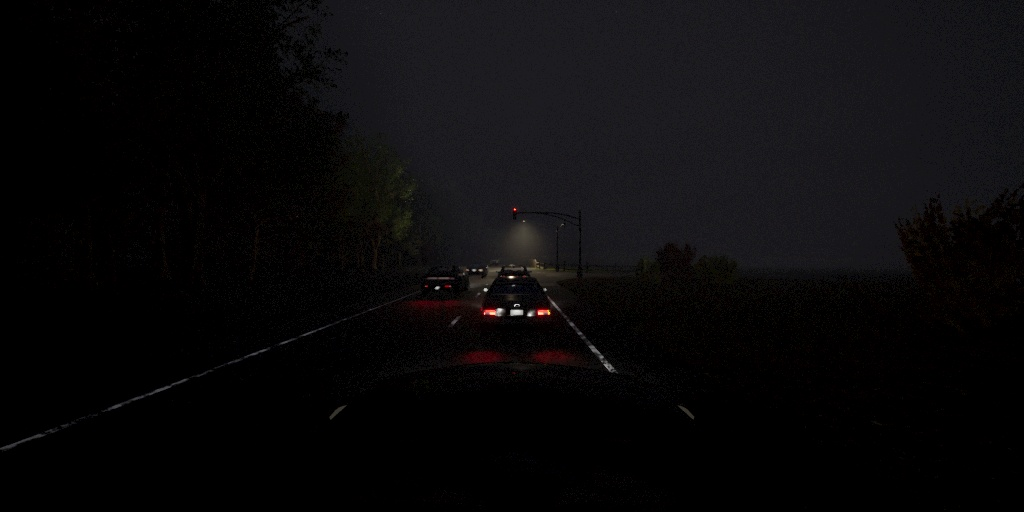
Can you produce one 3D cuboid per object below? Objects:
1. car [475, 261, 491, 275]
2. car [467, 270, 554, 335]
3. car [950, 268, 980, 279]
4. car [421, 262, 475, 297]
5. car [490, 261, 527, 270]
[{"bbox_3d":[-3.402,1.304,34.479,2.033,1.411,5.357,0,0,0],"label":"car"},{"bbox_3d":[0.101,1.300,10.470,2.033,1.411,5.357,0,0,0],"label":"car"},{"bbox_3d":[50.203,1.896,38.862,4.718,1.301,1.895,1,-1,0],"label":"car"},{"bbox_3d":[-3.401,1.245,18.792,2.128,1.511,4.902,0,0,0],"label":"car"},{"bbox_3d":[0.103,1.246,20.219,2.128,1.511,4.902,0,0,0],"label":"car"}]
